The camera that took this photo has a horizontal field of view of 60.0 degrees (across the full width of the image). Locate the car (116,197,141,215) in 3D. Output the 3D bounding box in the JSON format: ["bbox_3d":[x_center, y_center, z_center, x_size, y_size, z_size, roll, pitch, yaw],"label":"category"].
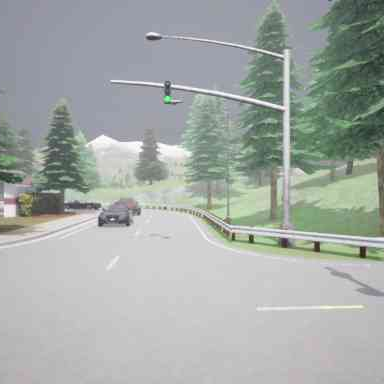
[{"bbox_3d":[-6.417,1.304,32.538,2.097,1.767,4.553,0,0,-22],"label":"car"}]

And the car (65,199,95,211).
[{"bbox_3d":[-13.340,1.546,39.967,4.718,1.301,1.895,0,0,12],"label":"car"}]

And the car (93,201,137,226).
[{"bbox_3d":[-5.135,1.529,22.797,1.994,1.385,4.181,0,0,-5],"label":"car"}]
